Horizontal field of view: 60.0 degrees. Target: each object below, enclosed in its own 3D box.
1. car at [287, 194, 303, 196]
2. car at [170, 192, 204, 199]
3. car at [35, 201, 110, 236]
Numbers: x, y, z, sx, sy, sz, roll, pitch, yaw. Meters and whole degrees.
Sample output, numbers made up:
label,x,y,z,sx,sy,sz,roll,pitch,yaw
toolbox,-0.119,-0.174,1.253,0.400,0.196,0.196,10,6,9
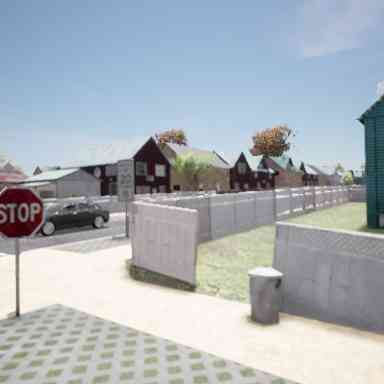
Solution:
label,x,y,z,sx,sy,sz,roll,pitch,yaw
car,13.889,0.406,45.587,1.895,1.301,4.718,-2,1,35
car,-0.575,0.826,25.176,2.097,1.767,4.553,-2,1,35
car,-6.424,1.252,16.857,1.837,1.490,4.892,-2,1,35
